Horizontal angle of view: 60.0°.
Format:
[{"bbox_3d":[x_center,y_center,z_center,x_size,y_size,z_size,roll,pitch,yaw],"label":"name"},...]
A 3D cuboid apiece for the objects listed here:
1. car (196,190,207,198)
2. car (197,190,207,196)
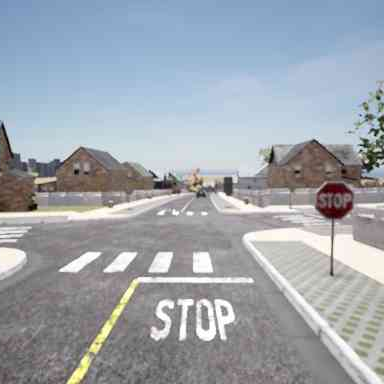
[{"bbox_3d":[1.834,0.325,65.522,2.097,1.767,4.553,0,1,3],"label":"car"},{"bbox_3d":[2.359,0.248,75.545,2.033,1.411,5.357,0,1,3],"label":"car"}]
